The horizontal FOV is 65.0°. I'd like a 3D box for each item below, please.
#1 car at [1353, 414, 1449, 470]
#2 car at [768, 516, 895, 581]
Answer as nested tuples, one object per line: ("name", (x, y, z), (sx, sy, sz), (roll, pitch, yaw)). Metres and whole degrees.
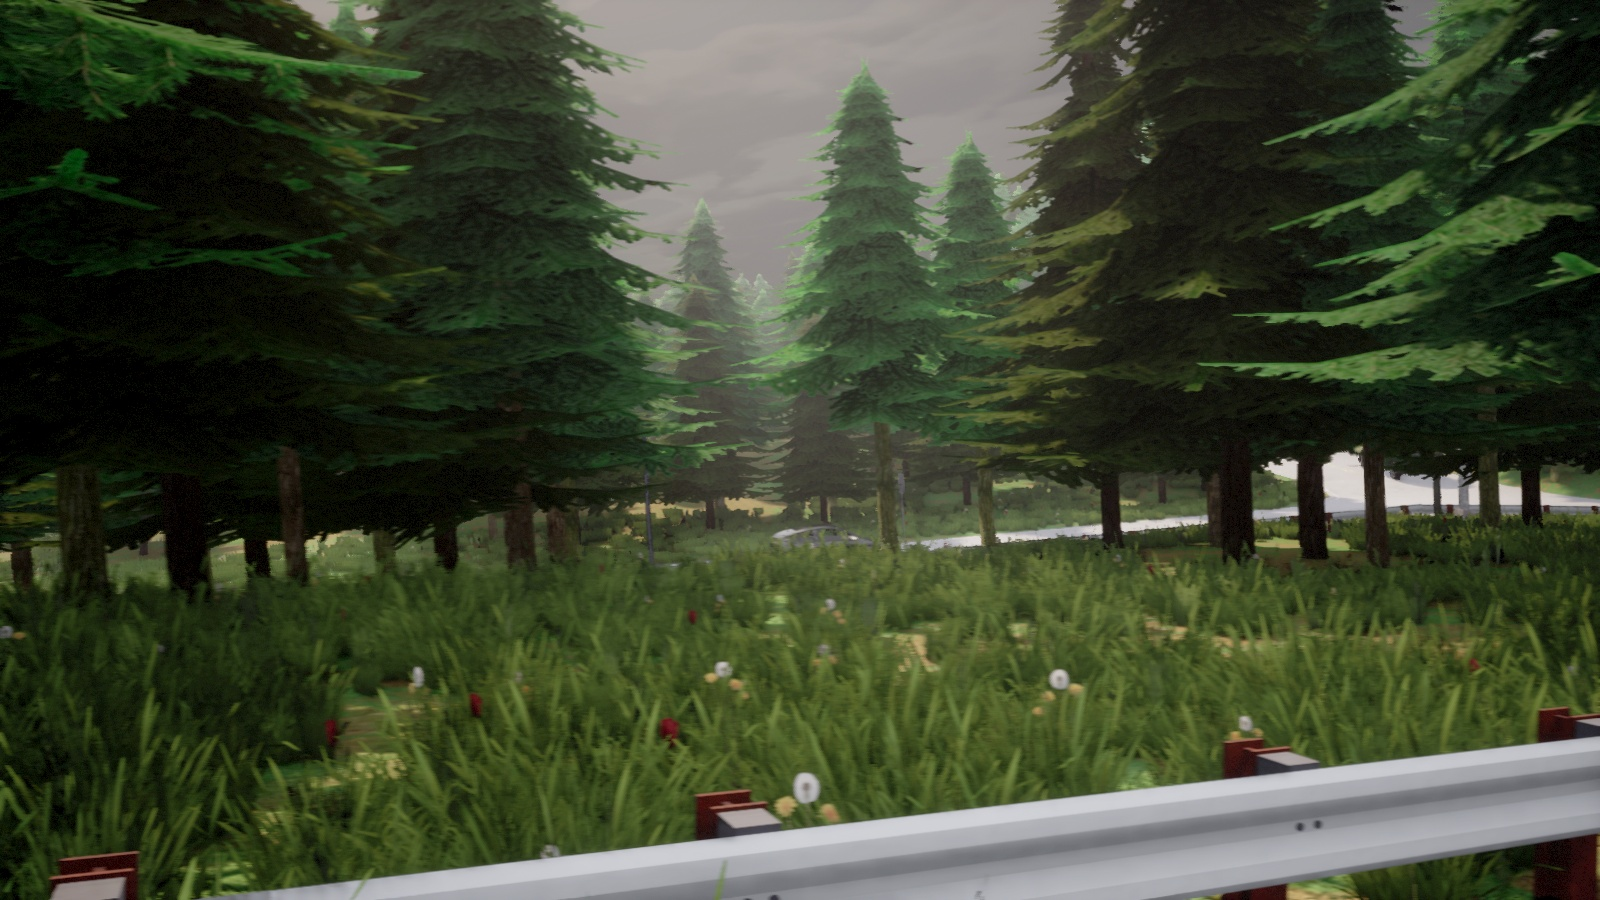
("car", (30.109, -0.460, 63.114), (2.150, 2.045, 5.566), (-4, 7, 1))
("car", (1.011, 3.182, 41.116), (3.705, 1.549, 1.789), (-5, 3, -14))
